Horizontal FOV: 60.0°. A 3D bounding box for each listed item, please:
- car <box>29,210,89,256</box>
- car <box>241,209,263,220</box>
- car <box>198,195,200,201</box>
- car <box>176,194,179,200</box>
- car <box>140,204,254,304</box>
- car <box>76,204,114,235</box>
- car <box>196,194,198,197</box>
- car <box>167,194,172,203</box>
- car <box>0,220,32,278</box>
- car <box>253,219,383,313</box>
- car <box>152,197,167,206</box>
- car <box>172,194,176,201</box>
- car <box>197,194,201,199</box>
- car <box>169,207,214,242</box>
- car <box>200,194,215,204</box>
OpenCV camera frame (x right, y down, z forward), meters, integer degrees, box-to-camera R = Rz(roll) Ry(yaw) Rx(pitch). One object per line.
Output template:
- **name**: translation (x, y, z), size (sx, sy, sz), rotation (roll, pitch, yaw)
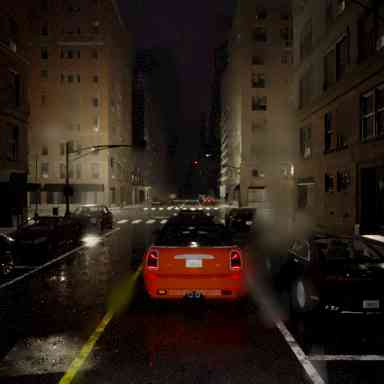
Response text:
- **car**: translation (-5.685, 1.582, 12.964), size (1.802, 1.307, 4.206), rotation (0, 0, 0)
- **car**: translation (2.834, 1.566, 18.475), size (1.947, 1.339, 4.313), rotation (0, 0, 0)
- **car**: translation (2.831, 1.607, 66.383), size (2.008, 1.369, 4.403), rotation (0, 0, 0)
- **car**: translation (-5.679, 1.456, 93.429), size (2.192, 1.841, 5.009), rotation (0, 0, 0)
- **car**: translation (0.053, 1.352, 8.334), size (2.097, 1.767, 4.553), rotation (0, 0, 0)
- **car**: translation (-5.691, 1.441, 18.466), size (1.967, 1.590, 4.097), rotation (0, 0, 0)
- **car**: translation (2.843, 1.560, 88.019), size (1.967, 1.590, 4.097), rotation (0, 0, 0)
- **car**: translation (-5.694, 1.606, 66.385), size (2.008, 1.369, 4.403), rotation (0, 0, 0)
- **car**: translation (-5.678, 1.565, 7.463), size (1.947, 1.339, 4.313), rotation (0, 0, 0)
- **car**: translation (2.847, 1.551, 7.473), size (2.008, 1.369, 4.403), rotation (0, 0, 0)
- **car**: translation (-5.701, 1.618, 55.569), size (1.802, 1.307, 4.206), rotation (0, 0, 0)
- **car**: translation (-5.685, 1.626, 82.441), size (1.752, 1.417, 4.829), rotation (0, 0, 0)
- **car**: translation (2.836, 1.524, 77.202), size (1.967, 1.590, 4.097), rotation (0, 0, 0)
- **car**: translation (-0.016, 1.564, 16.988), size (1.994, 1.385, 4.181), rotation (0, 0, 0)
- **car**: translation (2.823, 1.476, 55.566), size (1.967, 1.590, 4.097), rotation (0, 0, 0)
